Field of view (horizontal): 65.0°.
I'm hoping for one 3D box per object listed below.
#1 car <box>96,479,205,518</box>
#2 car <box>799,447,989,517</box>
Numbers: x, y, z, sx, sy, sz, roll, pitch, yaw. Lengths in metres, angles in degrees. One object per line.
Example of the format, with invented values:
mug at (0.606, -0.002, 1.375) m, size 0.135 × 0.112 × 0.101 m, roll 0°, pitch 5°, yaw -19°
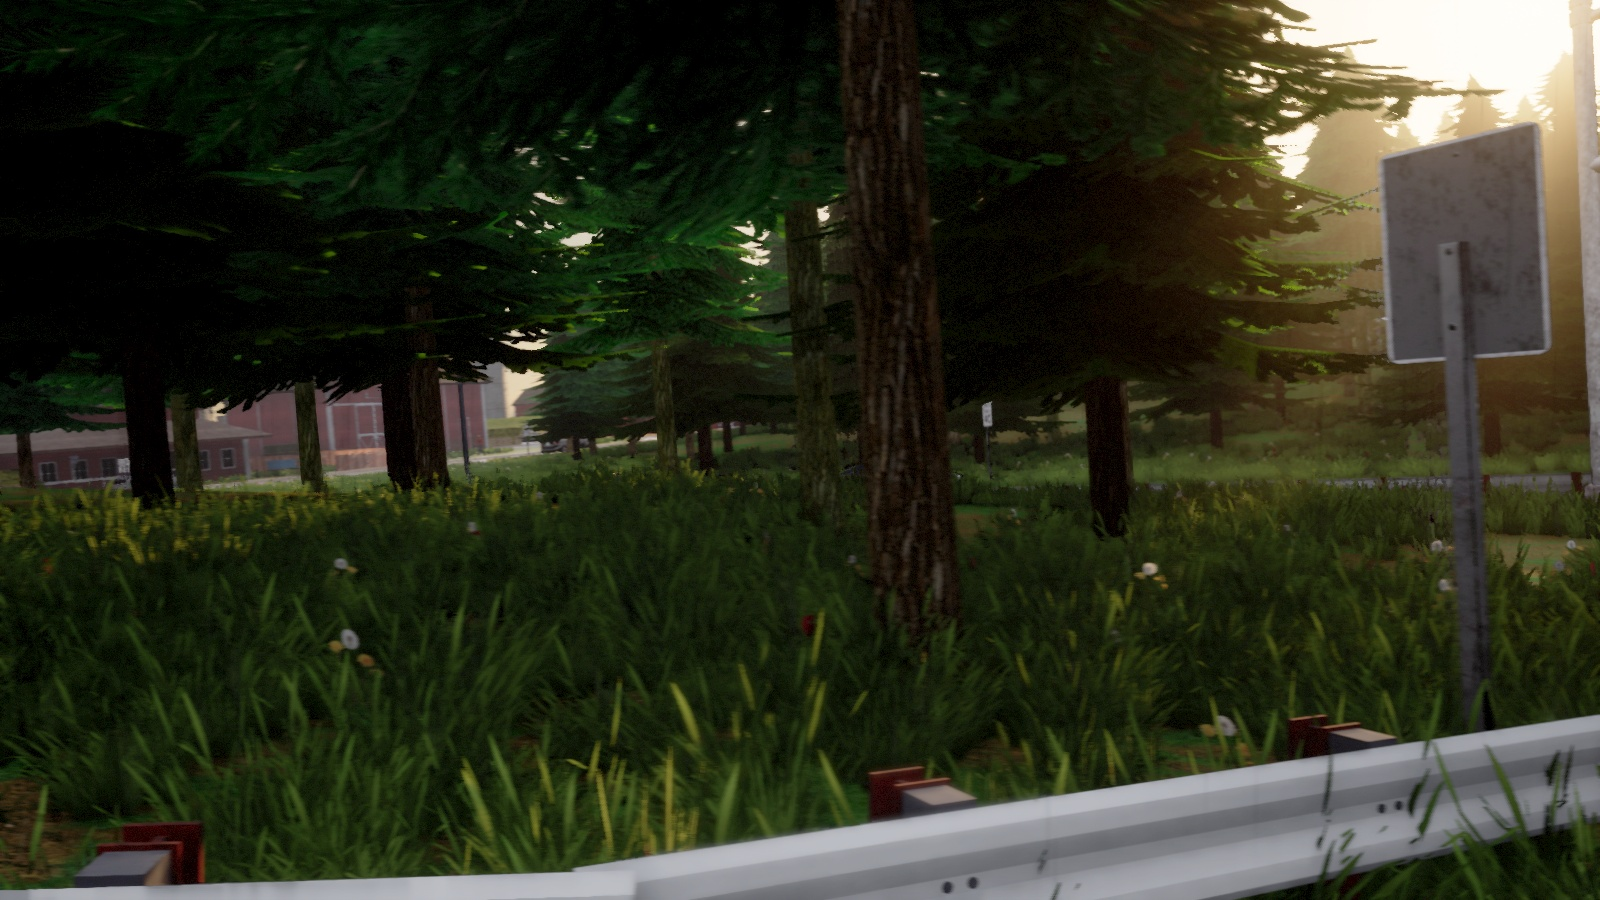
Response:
car at (-36.411, 2.705, 70.555) m, size 2.128 × 1.511 × 4.902 m, roll -4°, pitch 3°, yaw 35°
car at (2.336, 0.816, 31.496) m, size 4.181 × 1.385 × 1.994 m, roll -4°, pitch 3°, yaw 33°
